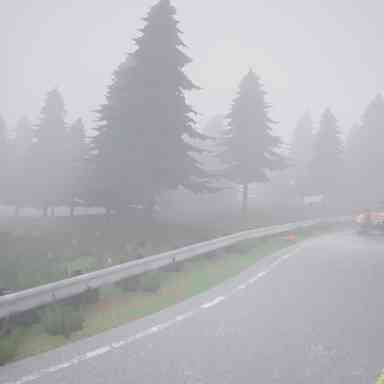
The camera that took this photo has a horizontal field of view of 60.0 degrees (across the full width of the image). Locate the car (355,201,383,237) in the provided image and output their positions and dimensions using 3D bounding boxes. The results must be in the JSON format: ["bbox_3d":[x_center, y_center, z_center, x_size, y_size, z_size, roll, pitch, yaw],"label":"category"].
[{"bbox_3d":[9.771,1.215,16.215,4.553,1.767,2.097,0,1,-43],"label":"car"}]
